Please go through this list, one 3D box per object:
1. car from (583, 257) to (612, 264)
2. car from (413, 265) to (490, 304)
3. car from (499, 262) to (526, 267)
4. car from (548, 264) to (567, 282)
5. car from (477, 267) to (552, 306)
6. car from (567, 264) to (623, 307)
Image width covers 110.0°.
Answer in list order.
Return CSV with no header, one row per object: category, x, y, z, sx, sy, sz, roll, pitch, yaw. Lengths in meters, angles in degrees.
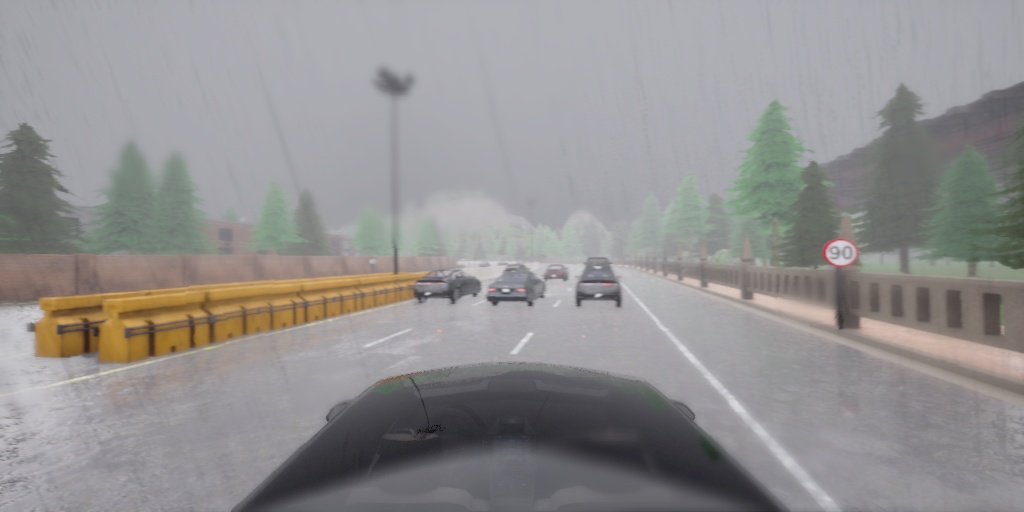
car,7.235,1.084,30.226,2.150,2.045,5.566,-1,0,13
car,-2.985,1.396,17.517,2.128,1.511,4.902,-1,0,14
car,0.497,1.474,32.117,1.837,1.490,4.892,-1,0,14
car,3.919,1.444,31.374,1.812,1.442,4.674,-1,0,14
car,0.347,1.401,16.412,2.033,1.411,5.357,-1,0,13
car,3.825,1.298,15.900,2.128,1.511,4.902,-1,0,14
